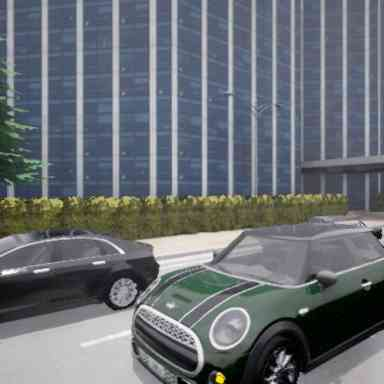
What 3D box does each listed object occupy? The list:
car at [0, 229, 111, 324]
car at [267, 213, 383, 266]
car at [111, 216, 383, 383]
[{"bbox_3d":[-2.948,1.506,6.227,4.892,1.490,1.837,0,0,-36],"label":"car"},{"bbox_3d":[5.060,1.585,12.275,4.718,1.301,1.895,0,0,-38],"label":"car"},{"bbox_3d":[1.385,1.346,5.068,4.553,1.767,2.097,0,0,-37],"label":"car"}]
